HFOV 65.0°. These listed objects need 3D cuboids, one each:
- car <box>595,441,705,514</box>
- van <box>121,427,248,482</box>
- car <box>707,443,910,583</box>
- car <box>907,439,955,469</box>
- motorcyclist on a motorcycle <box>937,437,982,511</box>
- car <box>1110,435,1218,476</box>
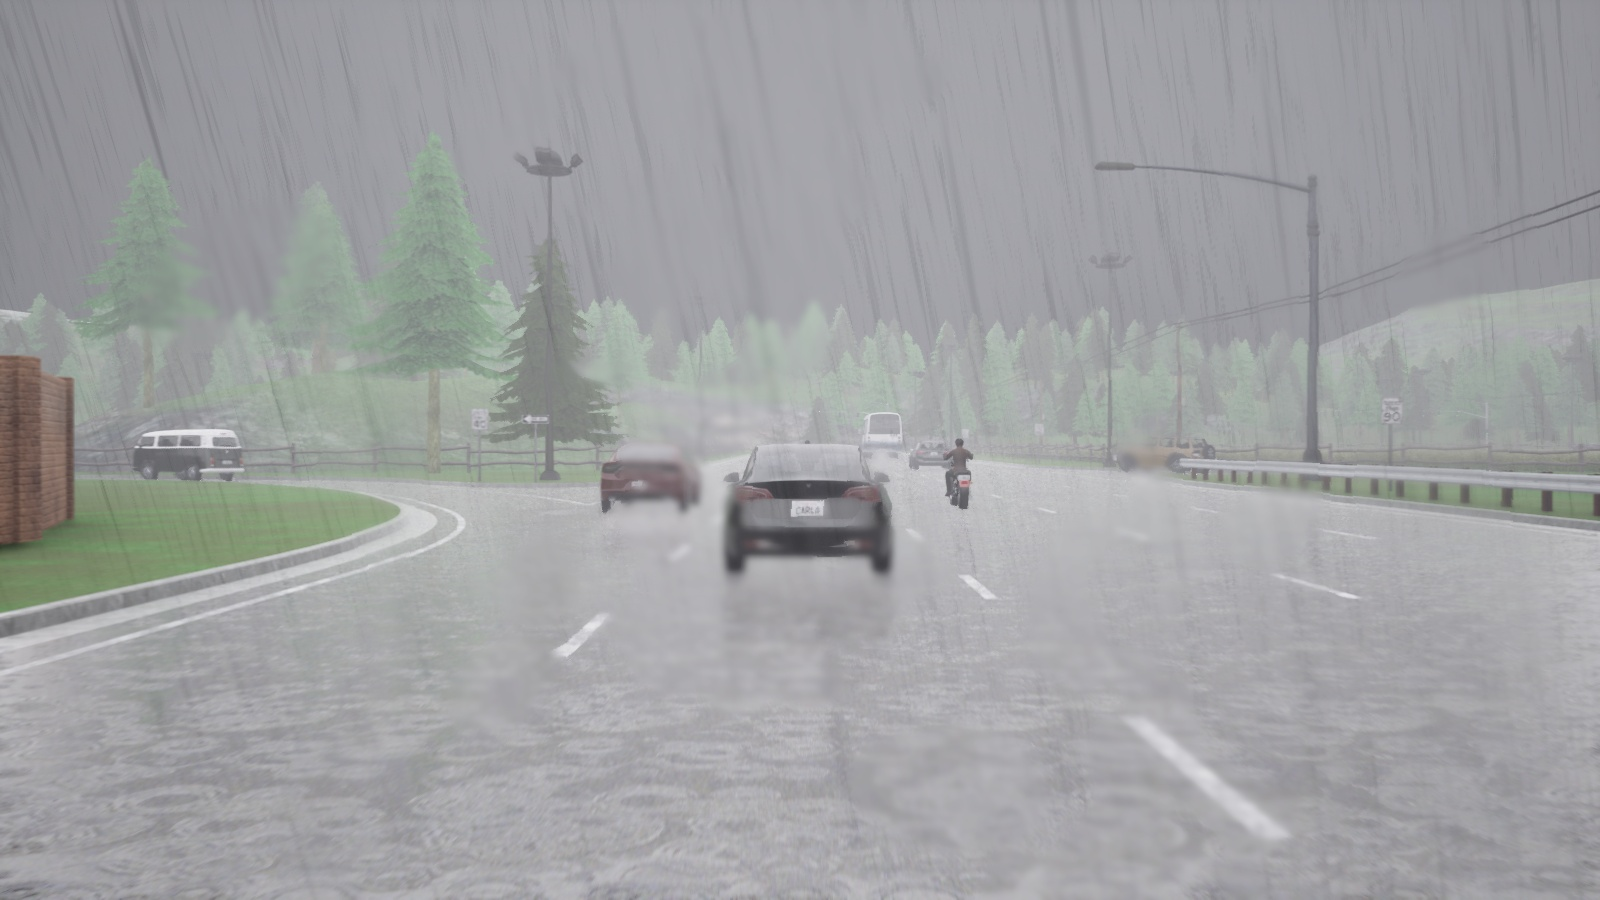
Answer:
[{"bbox_3d":[-3.323,0.559,28.725,1.882,1.535,5.008,0,0,0],"label":"car"},{"bbox_3d":[-24.020,0.174,49.015,4.480,2.038,2.069,0,0,25],"label":"van"},{"bbox_3d":[0.105,0.657,15.804,2.163,1.488,4.792,0,0,0],"label":"car"},{"bbox_3d":[7.420,0.193,71.631,2.242,1.667,4.611,0,0,0],"label":"car"},{"bbox_3d":[3.680,0.535,29.190,0.766,1.649,2.350,0,0,0],"label":"motorcyclist on a motorcycle"},{"bbox_3d":[17.224,0.241,59.592,1.932,1.855,4.605,-1,1,-40],"label":"car"}]
